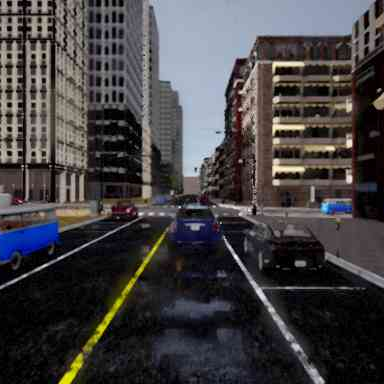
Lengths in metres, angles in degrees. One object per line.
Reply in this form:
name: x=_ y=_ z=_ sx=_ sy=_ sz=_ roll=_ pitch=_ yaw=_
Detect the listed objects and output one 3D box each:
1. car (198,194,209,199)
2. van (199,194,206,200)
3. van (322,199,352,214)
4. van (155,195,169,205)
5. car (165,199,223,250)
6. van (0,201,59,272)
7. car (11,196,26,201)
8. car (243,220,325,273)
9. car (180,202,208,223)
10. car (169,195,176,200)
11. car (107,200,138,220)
car: x=2.842 y=1.345 z=76.546 sx=2.192 sy=1.841 sz=5.009 roll=0 pitch=0 yaw=0
van: x=2.876 y=1.386 z=93.198 sx=1.690 sy=1.788 sz=3.998 roll=0 pitch=0 yaw=0
van: x=17.005 y=1.708 z=38.121 sx=3.998 sy=1.788 sz=1.690 roll=1 pitch=-1 yaw=0
van: x=-5.572 y=1.359 z=59.909 sx=1.690 sy=1.788 sz=3.998 roll=0 pitch=0 yaw=0
car: x=0.126 y=1.353 z=14.436 sx=2.097 sy=1.767 sz=4.553 roll=0 pitch=0 yaw=0
van: x=-5.672 y=1.342 z=10.489 sx=1.690 sy=1.788 sz=3.998 roll=0 pitch=0 yaw=0
car: x=-21.056 y=1.077 z=38.248 sx=4.097 sy=1.590 sz=1.967 roll=1 pitch=-1 yaw=0
car: x=2.708 y=1.551 z=10.471 sx=2.008 sy=1.369 sz=4.403 roll=0 pitch=0 yaw=0
car: x=0.151 y=1.567 z=26.300 sx=1.994 sy=1.385 sz=4.181 roll=0 pitch=0 yaw=0
car: x=-5.527 y=1.561 z=81.942 sx=1.752 sy=1.417 sz=4.829 roll=0 pitch=0 yaw=0
car: x=-5.638 y=1.444 z=27.434 sx=1.967 sy=1.590 sz=4.097 roll=0 pitch=0 yaw=0
